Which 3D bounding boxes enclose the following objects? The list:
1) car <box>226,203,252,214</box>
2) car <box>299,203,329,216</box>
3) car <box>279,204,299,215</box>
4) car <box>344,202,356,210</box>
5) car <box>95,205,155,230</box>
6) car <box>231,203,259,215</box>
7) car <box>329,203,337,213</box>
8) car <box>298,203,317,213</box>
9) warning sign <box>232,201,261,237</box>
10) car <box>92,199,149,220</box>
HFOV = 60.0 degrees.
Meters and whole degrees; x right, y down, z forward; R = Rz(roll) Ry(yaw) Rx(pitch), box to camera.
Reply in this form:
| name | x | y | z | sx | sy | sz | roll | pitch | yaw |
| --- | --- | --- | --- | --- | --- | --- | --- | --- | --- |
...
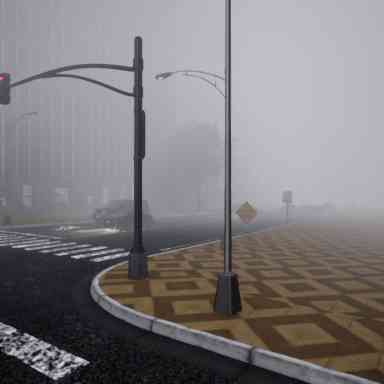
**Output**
| name | x | y | z | sx | sy | sz | roll | pitch | yaw |
| --- | --- | --- | --- | --- | --- | --- | --- | --- | --- |
| car | 6.786 | 2.309 | 47.898 | 1.837 | 1.490 | 4.892 | 0 | -2 | 33 |
| car | 16.457 | 2.406 | 44.704 | 2.033 | 1.411 | 5.357 | 0 | -1 | 33 |
| car | 13.493 | 2.373 | 46.108 | 1.812 | 1.442 | 4.674 | 0 | -1 | 33 |
| car | 31.403 | 2.770 | 65.984 | 1.801 | 1.575 | 5.366 | 0 | -1 | 33 |
| car | -4.589 | 1.903 | 24.210 | 1.994 | 1.385 | 4.181 | 0 | -1 | 33 |
| car | 6.907 | 2.284 | 42.103 | 1.994 | 1.385 | 4.181 | 0 | -1 | 33 |
| car | 21.748 | 2.537 | 53.041 | 1.837 | 1.490 | 4.892 | 0 | -1 | 33 |
| car | 19.012 | 2.593 | 54.795 | 1.994 | 1.385 | 4.181 | 0 | -1 | 33 |
| warning sign | 3.052 | 1.454 | 18.587 | 1.300 | 1.860 | 1.060 | 1 | 1 | 33 |
| car | -5.837 | 1.606 | 28.283 | 2.150 | 2.045 | 5.566 | 0 | -1 | 33 |
